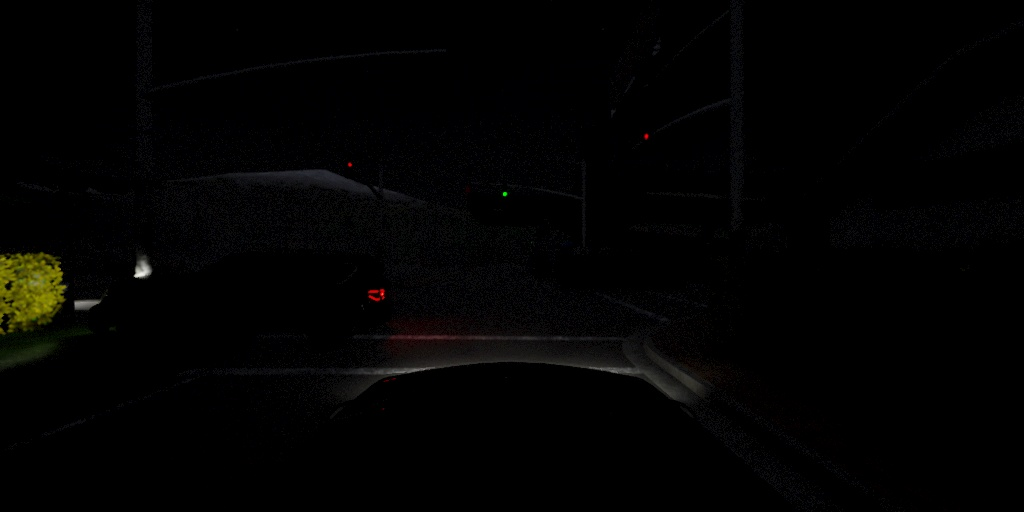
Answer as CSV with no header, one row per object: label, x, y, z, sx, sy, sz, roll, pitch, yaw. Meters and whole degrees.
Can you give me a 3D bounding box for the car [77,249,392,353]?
car,-5.705,0.866,8.361,5.566,2.045,2.150,3,3,-17
